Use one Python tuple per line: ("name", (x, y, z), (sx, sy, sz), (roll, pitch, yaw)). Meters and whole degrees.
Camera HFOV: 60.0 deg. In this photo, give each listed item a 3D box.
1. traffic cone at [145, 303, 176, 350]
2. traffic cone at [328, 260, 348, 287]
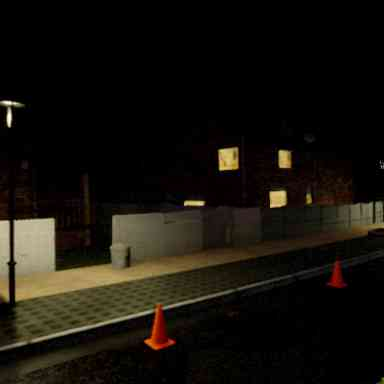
("traffic cone", (-0.472, 1.947, 4.935), (0.340, 0.580, 0.340), (0, 0, -36))
("traffic cone", (3.462, 1.918, 7.925), (0.340, 0.580, 0.340), (0, 0, -38))
